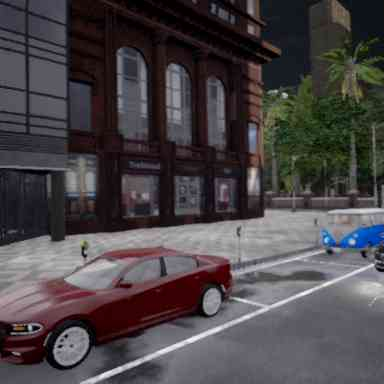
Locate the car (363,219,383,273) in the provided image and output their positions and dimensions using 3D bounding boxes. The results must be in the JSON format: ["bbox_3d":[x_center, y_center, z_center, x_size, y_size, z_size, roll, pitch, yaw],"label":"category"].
[{"bbox_3d":[7.343,1.642,10.395,4.892,1.490,1.837,0,-2,-43],"label":"car"}]

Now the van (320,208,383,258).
[{"bbox_3d":[6.778,1.573,13.532,3.998,1.788,1.690,0,-2,-43],"label":"van"}]

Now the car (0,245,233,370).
[{"bbox_3d":[-1.133,1.741,6.102,4.507,1.381,1.887,0,-2,-43],"label":"car"}]
